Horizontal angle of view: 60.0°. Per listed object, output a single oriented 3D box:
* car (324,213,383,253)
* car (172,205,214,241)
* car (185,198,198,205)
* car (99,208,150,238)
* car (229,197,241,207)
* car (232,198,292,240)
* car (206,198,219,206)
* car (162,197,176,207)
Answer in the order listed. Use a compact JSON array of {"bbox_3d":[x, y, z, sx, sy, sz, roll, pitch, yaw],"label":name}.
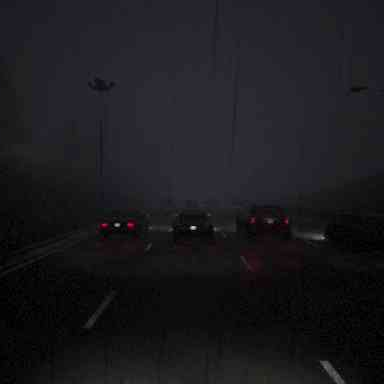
[{"bbox_3d":[7.069,1.564,13.639,1.994,1.385,4.181,0,0,0],"label":"car"},{"bbox_3d":[0.045,1.592,17.033,1.994,1.385,4.181,0,0,0],"label":"car"},{"bbox_3d":[-0.085,1.569,47.180,2.128,1.511,4.902,0,0,0],"label":"car"},{"bbox_3d":[-3.464,1.588,17.877,2.033,1.411,5.357,0,0,0],"label":"car"},{"bbox_3d":[6.898,1.566,51.284,1.837,1.490,4.892,0,0,0],"label":"car"},{"bbox_3d":[3.553,1.370,17.268,2.097,1.767,4.553,0,0,0],"label":"car"},{"bbox_3d":[3.380,1.644,55.766,1.994,1.385,4.181,0,0,0],"label":"car"},{"bbox_3d":[-3.604,1.601,52.124,1.837,1.490,4.892,0,0,0],"label":"car"}]
